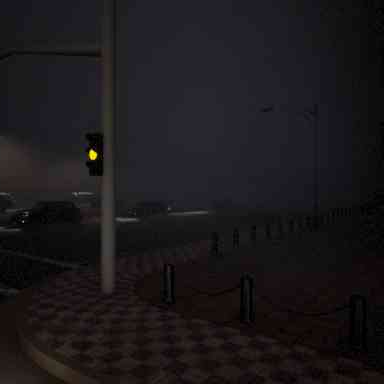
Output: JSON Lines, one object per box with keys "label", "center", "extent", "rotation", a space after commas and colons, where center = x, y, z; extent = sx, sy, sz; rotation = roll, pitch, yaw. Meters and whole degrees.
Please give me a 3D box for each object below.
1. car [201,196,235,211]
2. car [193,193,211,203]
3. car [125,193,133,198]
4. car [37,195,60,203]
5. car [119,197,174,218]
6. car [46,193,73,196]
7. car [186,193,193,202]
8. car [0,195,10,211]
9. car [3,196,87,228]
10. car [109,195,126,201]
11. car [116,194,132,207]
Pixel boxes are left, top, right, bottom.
{"label": "car", "center": [3.649, 1.545, 41.699], "extent": [2.128, 1.511, 4.902], "rotation": [0, 0, 36]}
{"label": "car", "center": [2.733, 1.208, 64.142], "extent": [1.932, 1.855, 4.605], "rotation": [0, 0, 36]}
{"label": "car", "center": [-15.403, 1.211, 77.490], "extent": [1.905, 1.878, 3.866], "rotation": [0, 0, 36]}
{"label": "car", "center": [-28.057, 1.418, 65.126], "extent": [1.784, 1.438, 3.905], "rotation": [0, 0, 36]}
{"label": "car", "center": [-4.071, 1.559, 31.144], "extent": [1.837, 1.490, 4.892], "rotation": [0, 0, 36]}
{"label": "car", "center": [-25.761, 1.208, 63.359], "extent": [1.932, 1.855, 4.605], "rotation": [0, 0, 36]}
{"label": "car", "center": [0.432, 1.211, 65.900], "extent": [1.905, 1.878, 3.866], "rotation": [0, 0, 36]}
{"label": "car", "center": [-25.682, 1.450, 44.672], "extent": [1.970, 1.475, 3.806], "rotation": [0, 0, 36]}
{"label": "car", "center": [-10.009, 1.407, 23.001], "extent": [2.097, 1.767, 4.553], "rotation": [0, 0, 36]}
{"label": "car", "center": [-17.729, 1.450, 79.213], "extent": [1.970, 1.475, 3.806], "rotation": [0, 0, 36]}
{"label": "car", "center": [-12.091, 1.450, 53.426], "extent": [1.970, 1.475, 3.806], "rotation": [0, 0, 36]}
